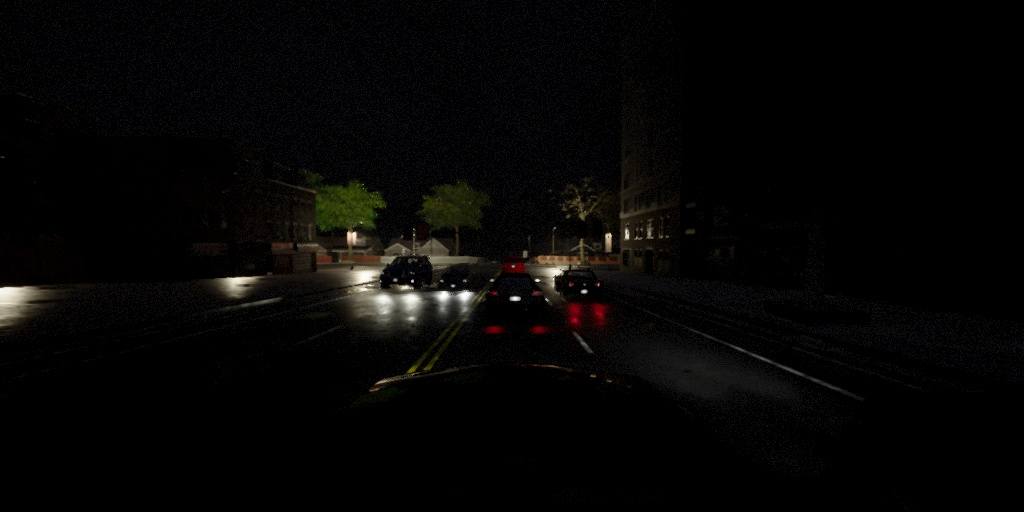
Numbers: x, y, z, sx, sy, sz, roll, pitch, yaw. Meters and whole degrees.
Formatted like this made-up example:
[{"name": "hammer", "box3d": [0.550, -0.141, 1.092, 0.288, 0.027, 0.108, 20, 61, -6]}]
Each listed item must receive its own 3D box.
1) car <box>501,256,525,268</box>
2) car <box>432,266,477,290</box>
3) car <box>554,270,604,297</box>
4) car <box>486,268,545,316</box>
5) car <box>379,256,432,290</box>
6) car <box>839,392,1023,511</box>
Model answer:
[{"name": "car", "box3d": [0.110, 1.037, 34.515, 2.150, 2.045, 5.566, 0, 0, 0]}, {"name": "car", "box3d": [-3.344, 1.324, 22.988, 2.033, 1.411, 5.357, 0, 0, 0]}, {"name": "car", "box3d": [3.355, 1.367, 18.860, 1.895, 1.301, 4.718, 0, 0, 0]}, {"name": "car", "box3d": [0.102, 1.321, 13.339, 1.994, 1.385, 4.181, 0, 0, 0]}, {"name": "car", "box3d": [-6.593, 0.998, 23.032, 2.150, 2.045, 5.566, 0, 0, 0]}, {"name": "car", "box3d": [3.350, 1.241, 0.642, 2.128, 1.511, 4.902, 0, 0, 0]}]
